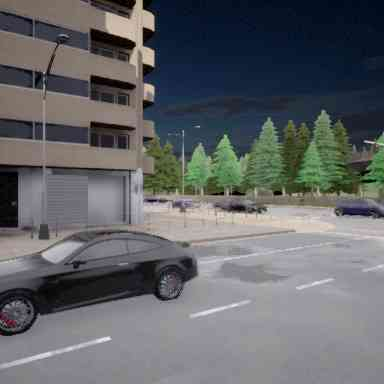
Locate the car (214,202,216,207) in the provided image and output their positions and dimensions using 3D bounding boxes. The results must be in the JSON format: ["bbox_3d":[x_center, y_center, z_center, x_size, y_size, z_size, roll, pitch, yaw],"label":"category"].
[{"bbox_3d":[4.660,1.508,42.115,1.994,1.385,4.181,0,0,-35],"label":"car"}]

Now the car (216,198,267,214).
[{"bbox_3d":[5.363,1.492,35.010,2.033,1.411,5.357,0,0,-37],"label":"car"}]

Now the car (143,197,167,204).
[{"bbox_3d":[-7.160,1.545,64.420,4.718,1.301,1.895,0,0,31],"label":"car"}]

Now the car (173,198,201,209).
[{"bbox_3d":[-0.732,1.470,43.685,1.812,1.442,4.674,0,0,-36],"label":"car"}]

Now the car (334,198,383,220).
[{"bbox_3d":[14.492,1.295,27.967,2.097,1.767,4.553,0,0,-35],"label":"car"}]

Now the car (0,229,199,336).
[{"bbox_3d":[-2.006,1.526,6.806,4.674,1.442,1.812,0,0,-35],"label":"car"}]

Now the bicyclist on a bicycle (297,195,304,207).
[{"bbox_3d":[15.132,1.245,46.411,1.656,1.620,0.582,0,0,-35],"label":"bicyclist on a bicycle"}]
